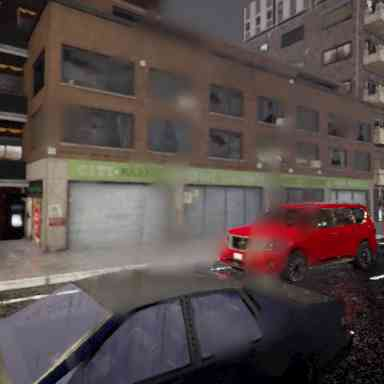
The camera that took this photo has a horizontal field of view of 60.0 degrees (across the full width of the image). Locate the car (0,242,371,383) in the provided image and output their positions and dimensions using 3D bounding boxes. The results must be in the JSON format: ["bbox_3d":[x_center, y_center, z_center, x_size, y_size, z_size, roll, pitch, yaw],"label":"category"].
[{"bbox_3d":[-0.535,1.568,3.307,5.357,1.411,2.033,1,-1,-36],"label":"car"}]

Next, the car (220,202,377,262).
[{"bbox_3d":[3.429,1.346,10.125,5.566,2.045,2.150,1,-1,-36],"label":"car"}]
